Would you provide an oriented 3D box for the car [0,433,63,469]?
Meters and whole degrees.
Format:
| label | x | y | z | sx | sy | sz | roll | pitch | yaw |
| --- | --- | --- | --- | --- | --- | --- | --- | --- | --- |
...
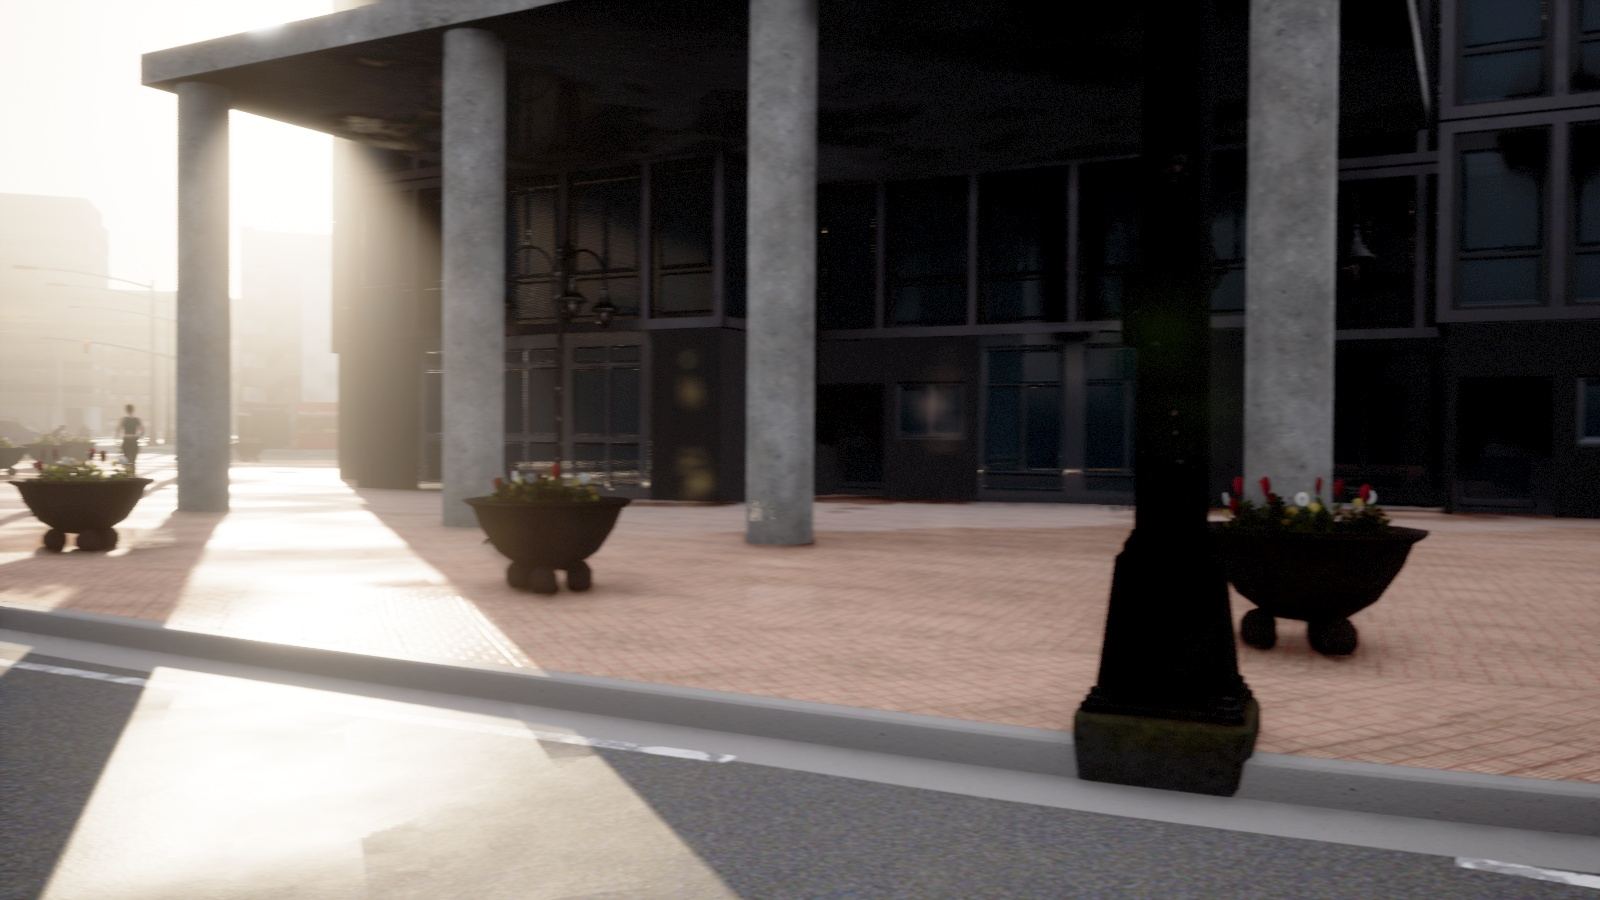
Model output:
| label | x | y | z | sx | sy | sz | roll | pitch | yaw |
| --- | --- | --- | --- | --- | --- | --- | --- | --- | --- |
| car | -40.586 | 0.018 | 64.792 | 2.097 | 1.767 | 4.553 | 0 | 1 | 6 |

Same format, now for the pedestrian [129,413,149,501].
| label | x | y | z | sx | sy | sz | roll | pitch | yaw |
| --- | --- | --- | --- | --- | --- | --- | --- | --- | --- |
| pedestrian | -13.969 | 0.148 | 26.525 | 0.345 | 1.836 | 0.594 | -1 | 1 | -28 |
